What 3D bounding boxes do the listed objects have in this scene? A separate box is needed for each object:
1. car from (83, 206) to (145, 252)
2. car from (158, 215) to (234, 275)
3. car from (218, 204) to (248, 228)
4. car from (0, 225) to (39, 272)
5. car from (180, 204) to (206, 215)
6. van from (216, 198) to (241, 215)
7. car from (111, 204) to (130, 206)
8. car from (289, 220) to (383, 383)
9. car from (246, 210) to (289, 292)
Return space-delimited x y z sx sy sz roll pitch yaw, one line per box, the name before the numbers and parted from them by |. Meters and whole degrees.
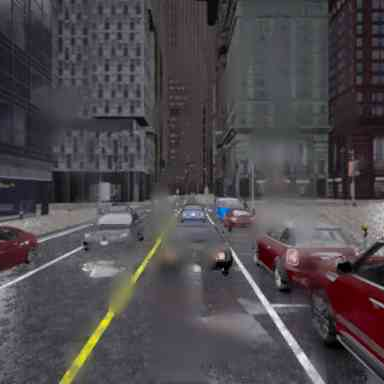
car | -3.098 1.548 14.055 1.812 1.442 4.674 0 0 0
car | 0.092 1.618 10.472 1.895 1.301 4.718 0 0 0
car | 2.855 1.611 20.279 1.802 1.307 4.206 0 0 0
car | -5.671 1.597 8.980 1.802 1.307 4.206 0 0 0
car | 0.095 1.580 25.036 2.033 1.411 5.357 0 0 0
van | 2.855 1.375 25.928 1.690 1.788 3.998 0 0 0
car | -5.670 1.600 25.927 1.947 1.339 4.313 0 0 0
car | 2.852 1.321 3.332 2.192 1.841 5.009 0 0 0
car | 2.853 1.455 8.981 1.967 1.590 4.097 0 0 0
